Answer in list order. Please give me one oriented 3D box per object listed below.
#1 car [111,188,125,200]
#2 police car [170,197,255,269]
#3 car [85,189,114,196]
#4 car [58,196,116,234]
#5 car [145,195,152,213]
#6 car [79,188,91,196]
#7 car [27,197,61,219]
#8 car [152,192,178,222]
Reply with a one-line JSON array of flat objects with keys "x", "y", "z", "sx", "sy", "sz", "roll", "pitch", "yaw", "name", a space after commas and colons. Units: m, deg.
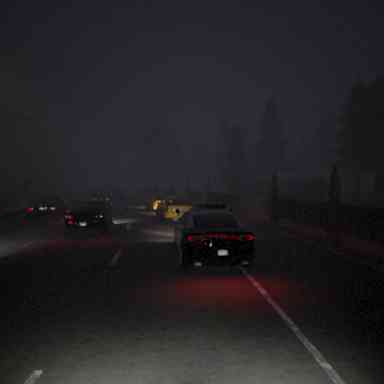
[{"x": -10.940, "y": 0.258, "z": 46.946, "sx": 2.097, "sy": 1.767, "sz": 4.553, "roll": -1, "pitch": 2, "yaw": -27, "name": "car"}, {"x": 0.465, "y": 1.177, "z": 10.456, "sx": 1.930, "sy": 1.638, "sz": 5.238, "roll": 0, "pitch": 1, "yaw": -6, "name": "police car"}, {"x": -9.653, "y": 0.742, "z": 34.514, "sx": 2.033, "sy": 1.411, "sz": 5.357, "roll": 0, "pitch": 1, "yaw": -20, "name": "car"}, {"x": -5.001, "y": 1.141, "z": 16.399, "sx": 1.812, "sy": 1.442, "sz": 4.674, "roll": 0, "pitch": 1, "yaw": -9, "name": "car"}, {"x": -2.768, "y": 0.805, "z": 27.764, "sx": 1.801, "sy": 1.575, "sz": 5.366, "roll": 0, "pitch": 1, "yaw": -15, "name": "car"}, {"x": -19.006, "y": 0.063, "z": 60.749, "sx": 1.882, "sy": 1.535, "sz": 5.008, "roll": -1, "pitch": 2, "yaw": -37, "name": "car"}, {"x": -9.792, "y": 1.017, "z": 22.736, "sx": 2.033, "sy": 1.411, "sz": 5.357, "roll": 0, "pitch": 1, "yaw": -14, "name": "car"}, {"x": -1.240, "y": 0.954, "z": 21.366, "sx": 1.801, "sy": 1.575, "sz": 5.366, "roll": 0, "pitch": 1, "yaw": -12, "name": "car"}]
